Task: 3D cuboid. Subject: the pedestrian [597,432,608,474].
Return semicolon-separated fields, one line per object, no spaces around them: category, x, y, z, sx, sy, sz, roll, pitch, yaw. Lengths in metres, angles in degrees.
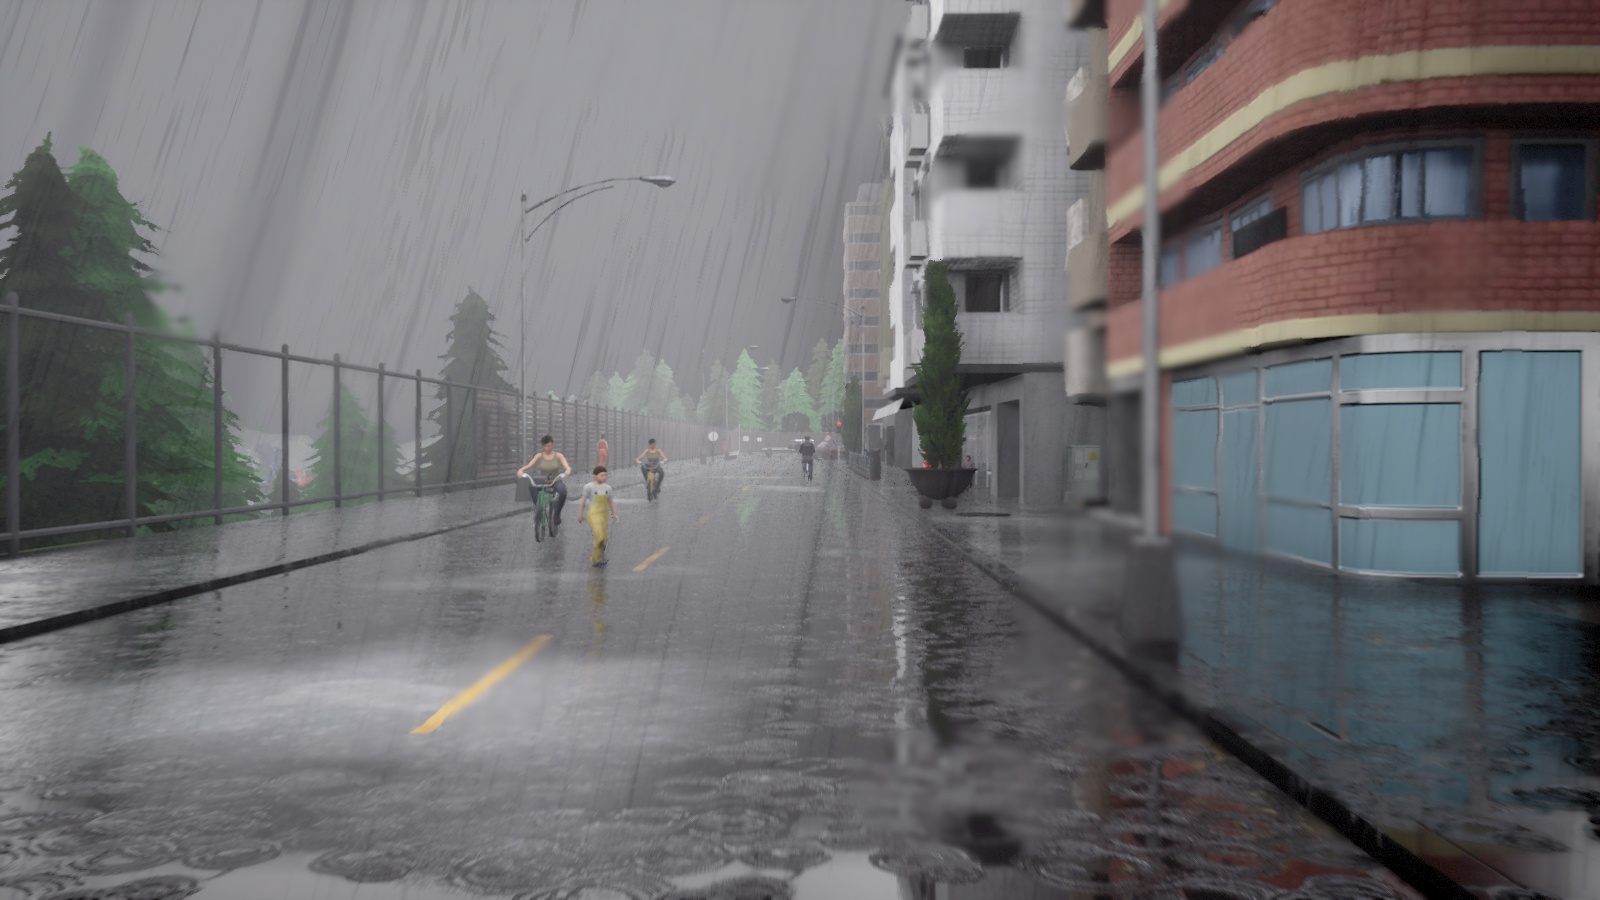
pedestrian;-8.702;0.138;55.302;0.345;1.836;0.594;0;0;3

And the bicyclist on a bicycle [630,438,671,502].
bicyclist on a bicycle;-3.805;0.499;32.122;0.866;1.612;1.509;0;0;0

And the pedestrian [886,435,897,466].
pedestrian;5.614;0.027;76.960;0.634;1.844;0.899;0;0;1

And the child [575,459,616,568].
child;-2.425;0.740;14.894;0.437;1.263;0.270;0;0;45

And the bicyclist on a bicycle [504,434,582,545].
bicyclist on a bicycle;-3.873;0.573;19.033;0.866;1.612;1.509;0;0;1
